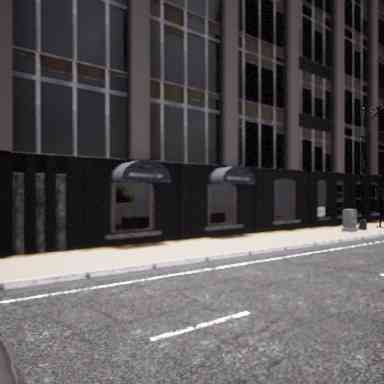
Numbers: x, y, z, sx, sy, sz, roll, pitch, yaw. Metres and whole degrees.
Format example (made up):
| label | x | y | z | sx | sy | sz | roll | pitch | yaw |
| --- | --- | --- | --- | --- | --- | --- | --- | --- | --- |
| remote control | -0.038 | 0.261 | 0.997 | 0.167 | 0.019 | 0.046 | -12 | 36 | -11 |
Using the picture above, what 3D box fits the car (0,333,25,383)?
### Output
| label | x | y | z | sx | sy | sz | roll | pitch | yaw |
| --- | --- | --- | --- | --- | --- | --- | --- | --- | --- |
| car | -3.498 | 1.526 | 1.190 | 5.357 | 1.411 | 2.033 | 1 | 0 | -36 |
